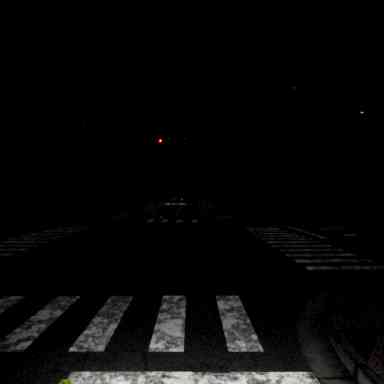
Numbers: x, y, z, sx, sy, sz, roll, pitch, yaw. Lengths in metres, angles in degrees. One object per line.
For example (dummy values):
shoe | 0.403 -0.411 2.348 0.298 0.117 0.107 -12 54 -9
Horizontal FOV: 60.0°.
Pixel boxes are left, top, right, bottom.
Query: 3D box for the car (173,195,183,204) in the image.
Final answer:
car | -2.868 1.490 69.461 2.097 1.767 4.553 0 0 0
